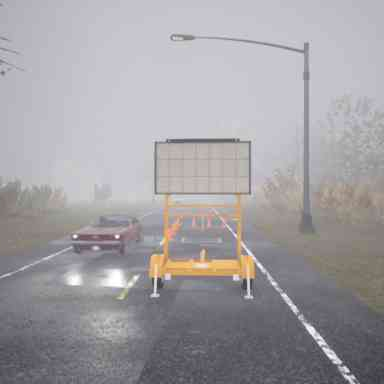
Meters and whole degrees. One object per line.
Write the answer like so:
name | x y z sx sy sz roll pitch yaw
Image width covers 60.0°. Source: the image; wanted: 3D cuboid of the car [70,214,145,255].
car | -3.209 1.595 13.454 1.895 1.301 4.718 0 0 1

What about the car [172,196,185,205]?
car | -2.284 1.446 56.918 1.882 1.535 5.008 0 0 1

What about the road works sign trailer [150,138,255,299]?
road works sign trailer | 0.273 0.460 8.470 2.380 3.560 2.880 0 0 3
